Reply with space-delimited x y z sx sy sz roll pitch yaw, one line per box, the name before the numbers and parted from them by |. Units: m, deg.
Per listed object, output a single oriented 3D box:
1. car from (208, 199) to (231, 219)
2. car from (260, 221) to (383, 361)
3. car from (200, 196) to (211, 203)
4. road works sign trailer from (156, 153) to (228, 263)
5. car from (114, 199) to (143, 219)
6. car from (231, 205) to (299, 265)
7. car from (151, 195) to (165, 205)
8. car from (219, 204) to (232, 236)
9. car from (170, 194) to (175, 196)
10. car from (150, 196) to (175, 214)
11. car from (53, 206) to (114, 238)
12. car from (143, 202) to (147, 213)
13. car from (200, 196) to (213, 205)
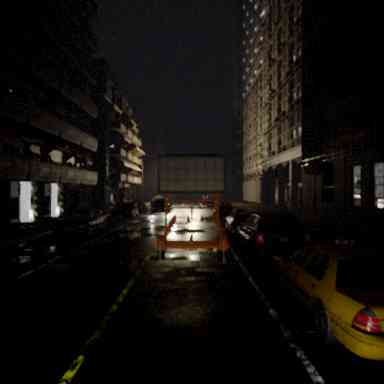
car | 2.688 1.509 28.563 1.947 1.339 4.313 0 0 0
car | 2.689 1.512 6.139 1.752 1.417 4.829 0 0 0
car | 2.685 1.437 68.103 2.008 1.369 4.403 0 0 0
road works sign trailer | -0.001 0.439 11.774 2.380 3.560 2.880 0 0 0
car | -5.693 1.509 28.562 1.947 1.339 4.313 0 0 0
car | 2.689 1.415 11.617 1.967 1.590 4.097 0 0 0
car | -5.694 1.341 56.805 1.967 1.590 4.097 0 0 0
car | 2.688 1.515 17.266 2.008 1.369 4.403 0 0 0
car | -5.696 1.414 90.697 2.008 1.369 4.403 0 0 0
car | -3.099 1.439 33.840 1.837 1.490 4.892 0 0 0
car | -5.692 1.515 17.265 2.008 1.369 4.403 0 0 0
car | -5.693 1.460 34.042 1.752 1.417 4.829 0 0 0
car | 2.686 1.446 56.805 1.887 1.381 4.507 0 0 0
